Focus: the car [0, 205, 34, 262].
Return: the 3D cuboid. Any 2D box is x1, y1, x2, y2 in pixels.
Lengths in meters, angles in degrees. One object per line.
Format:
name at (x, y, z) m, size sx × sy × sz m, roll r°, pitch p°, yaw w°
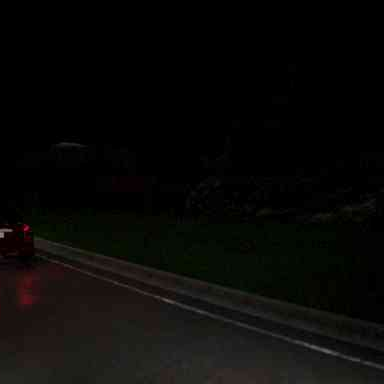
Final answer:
car at (-6.783, 1.159, 10.377) m, size 4.553 × 1.767 × 2.097 m, roll 1°, pitch 1°, yaw 43°
